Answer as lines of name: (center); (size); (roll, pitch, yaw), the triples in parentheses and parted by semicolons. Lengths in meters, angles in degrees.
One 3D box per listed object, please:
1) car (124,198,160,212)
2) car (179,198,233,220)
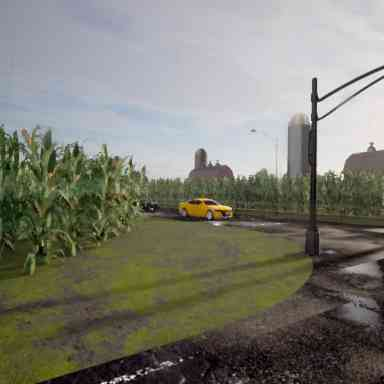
car: (-5.176, 1.321, 33.931); (1.895, 1.301, 4.718); (2, 0, -38)
car: (1.012, 1.278, 25.998); (1.882, 1.535, 5.008); (2, 0, -38)
